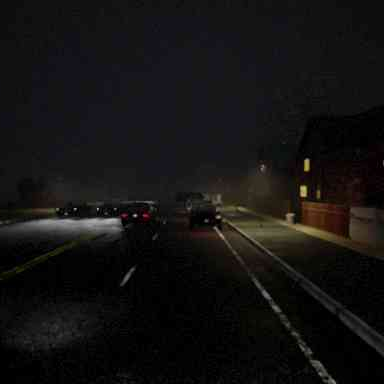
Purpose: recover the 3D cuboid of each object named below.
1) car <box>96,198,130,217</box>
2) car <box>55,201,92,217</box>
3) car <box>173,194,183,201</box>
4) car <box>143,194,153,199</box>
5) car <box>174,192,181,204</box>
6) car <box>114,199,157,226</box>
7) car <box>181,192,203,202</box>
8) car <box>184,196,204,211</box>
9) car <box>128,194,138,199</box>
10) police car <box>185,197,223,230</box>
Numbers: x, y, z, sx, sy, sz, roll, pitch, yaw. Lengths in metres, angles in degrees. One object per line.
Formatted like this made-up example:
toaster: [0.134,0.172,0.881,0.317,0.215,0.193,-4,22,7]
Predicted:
car: [-7.124,1.465,29.626,1.895,1.301,4.718,0,0,-2]
car: [-10.369,1.469,29.443,1.895,1.301,4.718,0,0,-2]
car: [-3.072,1.142,74.338,1.994,1.385,4.181,0,0,-5]
car: [-9.312,1.202,70.560,2.128,1.511,4.902,0,0,-4]
car: [-1.651,0.968,54.886,2.150,2.045,5.566,0,0,-4]
car: [-3.447,1.442,22.199,2.033,1.411,5.357,0,0,-1]
car: [0.211,1.049,36.571,2.150,2.045,5.566,0,0,-2]
car: [0.439,1.377,30.509,1.812,1.442,4.674,0,0,-2]
car: [-12.550,1.210,70.288,1.812,1.442,4.674,0,0,-4]
police car: [0.727,1.324,20.556,1.930,1.638,5.238,0,0,-1]
